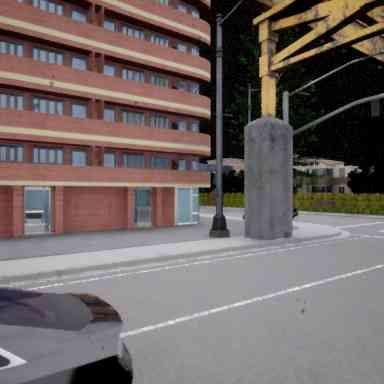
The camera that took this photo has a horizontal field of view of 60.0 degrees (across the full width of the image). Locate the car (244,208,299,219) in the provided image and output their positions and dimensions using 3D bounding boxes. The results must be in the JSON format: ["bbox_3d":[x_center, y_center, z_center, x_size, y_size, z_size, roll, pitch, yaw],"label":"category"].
[{"bbox_3d":[6.762,1.601,28.508,1.895,1.301,4.718,0,0,-35],"label":"car"}]

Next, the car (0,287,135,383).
[{"bbox_3d":[-2.753,1.491,2.004,4.902,1.511,2.128,0,0,-35],"label":"car"}]
